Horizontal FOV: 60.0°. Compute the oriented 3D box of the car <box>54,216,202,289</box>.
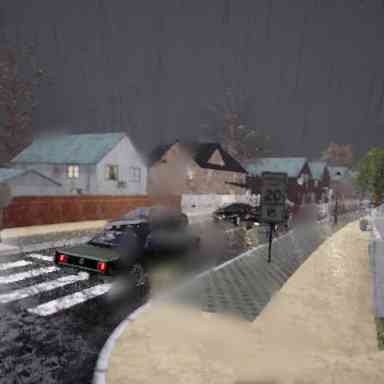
[{"bbox_3d":[-1.490,1.679,9.750,1.895,1.301,4.718,4,1,28],"label":"car"}]

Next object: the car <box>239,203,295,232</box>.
[{"bbox_3d":[5.022,1.672,21.703,1.837,1.490,4.892,3,1,30],"label":"car"}]

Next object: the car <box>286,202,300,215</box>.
[{"bbox_3d":[9.678,1.707,34.661,1.895,1.301,4.718,4,2,34],"label":"car"}]

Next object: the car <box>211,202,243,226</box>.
[{"bbox_3d":[3.088,1.512,23.982,1.837,1.490,4.892,4,1,30],"label":"car"}]

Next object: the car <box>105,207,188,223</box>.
[{"bbox_3d":[-1.931,1.437,15.016,2.128,1.511,4.902,4,1,30],"label":"car"}]
